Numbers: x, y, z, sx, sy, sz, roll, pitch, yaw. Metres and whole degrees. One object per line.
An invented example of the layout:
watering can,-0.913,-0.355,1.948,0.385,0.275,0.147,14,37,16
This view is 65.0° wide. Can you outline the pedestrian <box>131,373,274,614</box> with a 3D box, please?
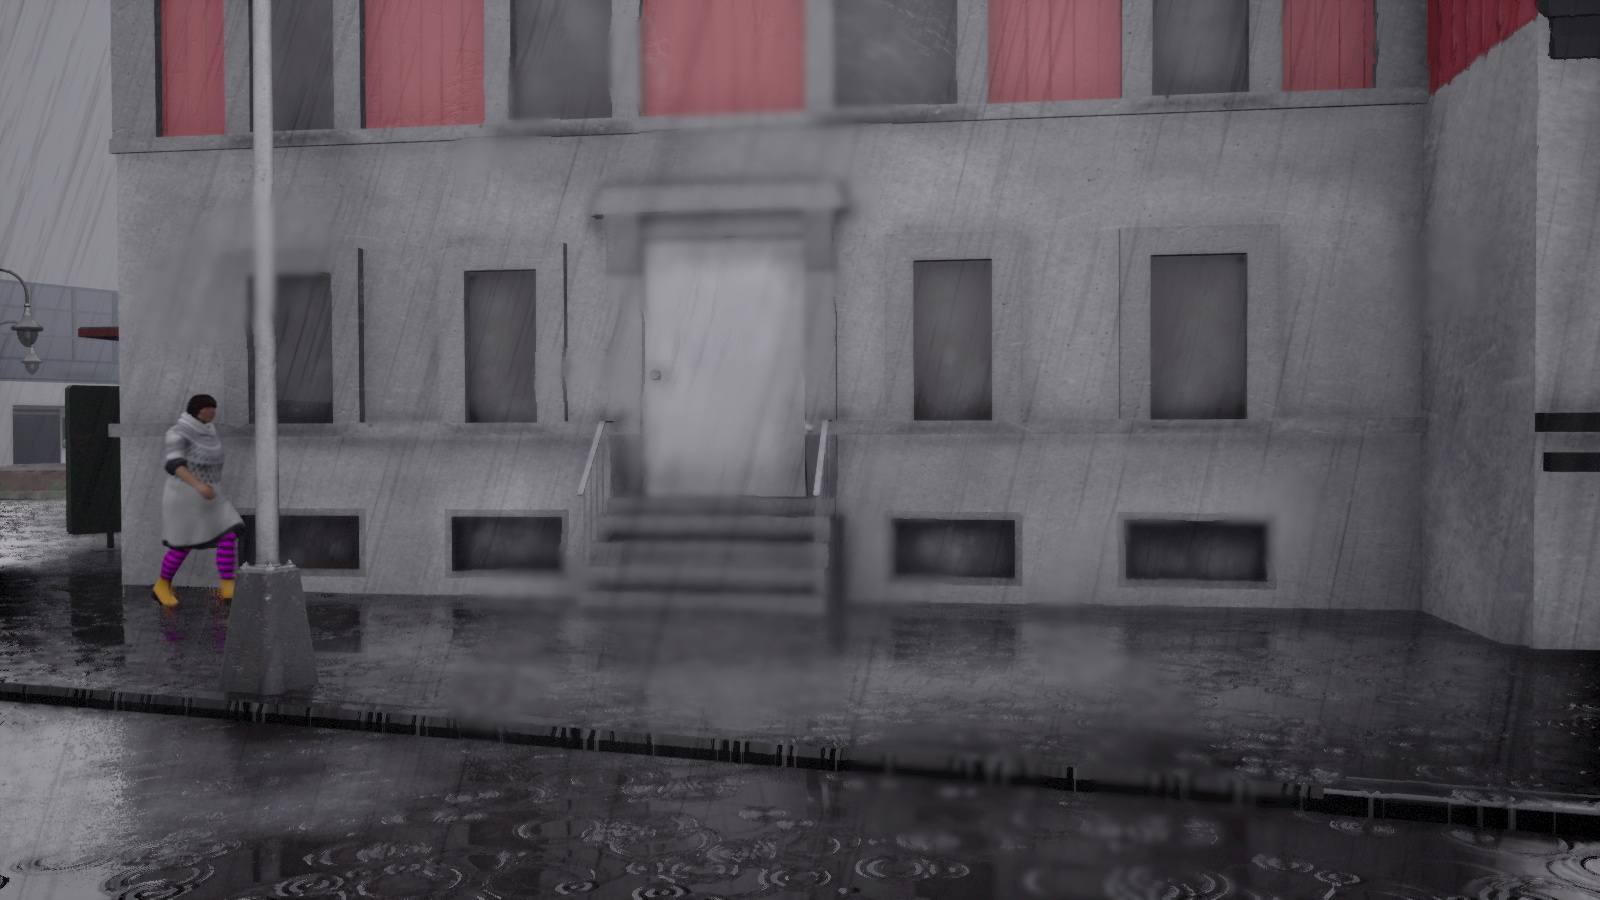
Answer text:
pedestrian,-5.041,0.347,10.621,0.873,1.952,0.659,1,1,20
